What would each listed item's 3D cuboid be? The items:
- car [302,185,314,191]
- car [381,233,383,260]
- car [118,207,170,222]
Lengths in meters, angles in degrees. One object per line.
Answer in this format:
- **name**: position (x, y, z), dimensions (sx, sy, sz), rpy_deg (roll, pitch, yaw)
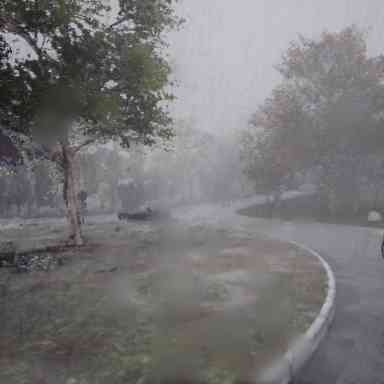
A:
- **car**: position (26.858, -0.894, 78.592), dimensions (4.718, 1.301, 1.895), rpy_deg (-7, 3, -40)
- **car**: position (6.461, 1.234, 8.285), dimensions (2.150, 2.045, 5.566), rpy_deg (-1, 0, 19)
- **car**: position (-4.500, 2.073, 30.865), dimensions (4.718, 1.301, 1.895), rpy_deg (-2, -1, 22)
